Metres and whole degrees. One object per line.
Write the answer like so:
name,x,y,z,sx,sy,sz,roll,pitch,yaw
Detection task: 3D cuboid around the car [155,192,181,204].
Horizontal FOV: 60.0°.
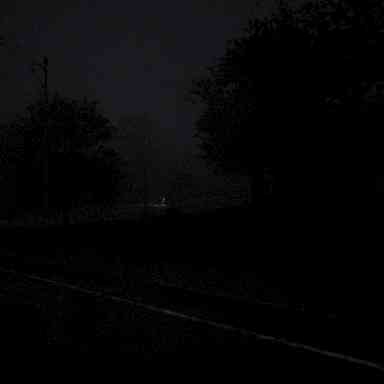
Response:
car,-3.940,0.954,54.459,2.097,1.767,4.553,-1,2,39

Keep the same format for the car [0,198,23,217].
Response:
car,-20.358,1.709,34.066,2.150,2.045,5.566,-1,2,39
